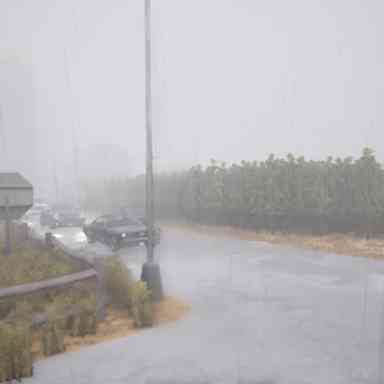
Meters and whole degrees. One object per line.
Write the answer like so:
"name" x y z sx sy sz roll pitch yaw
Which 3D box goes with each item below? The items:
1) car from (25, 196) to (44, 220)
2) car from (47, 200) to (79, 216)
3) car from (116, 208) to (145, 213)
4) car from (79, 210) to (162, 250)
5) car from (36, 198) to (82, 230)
"car" -14.953 1.429 31.521 2.150 2.045 5.566 -1 0 -34
"car" -13.952 1.659 35.765 2.128 1.511 4.902 -1 0 -35
"car" -4.342 1.713 22.013 1.895 1.301 4.718 -1 0 -35
"car" -3.171 1.704 14.587 1.895 1.301 4.718 -1 0 -35
"car" -8.922 1.527 22.827 2.097 1.767 4.553 -1 0 -35
